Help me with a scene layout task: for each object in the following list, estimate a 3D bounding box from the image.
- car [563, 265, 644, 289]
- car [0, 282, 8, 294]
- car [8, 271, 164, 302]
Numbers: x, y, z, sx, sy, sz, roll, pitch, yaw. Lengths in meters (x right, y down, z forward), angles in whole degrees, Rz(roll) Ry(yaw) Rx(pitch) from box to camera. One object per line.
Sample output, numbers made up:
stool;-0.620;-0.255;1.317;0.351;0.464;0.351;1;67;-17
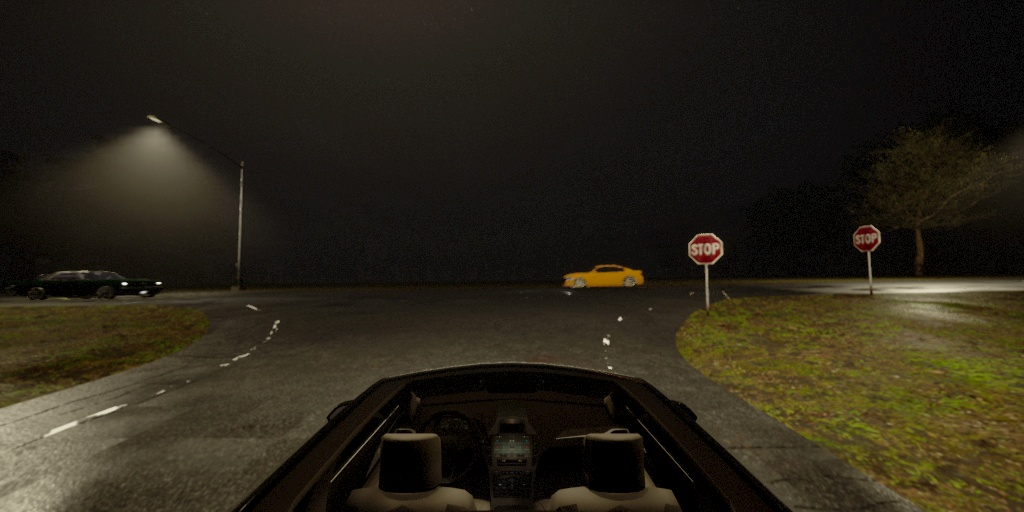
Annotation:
car;5.730;1.335;22.841;5.008;1.535;1.882;-1;-3;-1
car;-29.197;1.824;22.914;4.718;1.301;1.895;-1;-3;1
car;-18.424;1.309;15.809;4.718;1.301;1.895;-1;-3;1
